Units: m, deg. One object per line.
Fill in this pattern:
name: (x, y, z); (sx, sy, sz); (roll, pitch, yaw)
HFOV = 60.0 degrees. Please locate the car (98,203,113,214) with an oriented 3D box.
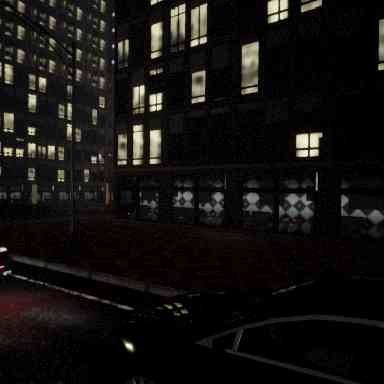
car: (-8.870, 1.830, 39.768); (1.752, 1.417, 4.829); (1, 0, 36)

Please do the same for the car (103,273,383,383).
car: (1.327, 1.491, 2.734); (4.902, 1.511, 2.128); (0, 0, 35)

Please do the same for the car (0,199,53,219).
car: (-15.653, 1.519, 30.546); (2.192, 1.841, 5.009); (1, 0, 36)

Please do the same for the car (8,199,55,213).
car: (-19.165, 1.643, 39.915); (1.752, 1.417, 4.829); (1, 0, 36)

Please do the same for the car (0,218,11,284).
car: (-6.356, 1.487, 8.188); (4.902, 1.511, 2.128); (0, 0, 36)
